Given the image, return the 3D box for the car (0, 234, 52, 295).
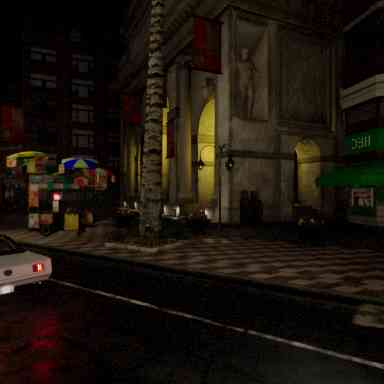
[{"bbox_3d":[-5.393,1.601,7.711,4.718,1.301,1.895,0,0,35],"label":"car"}]
